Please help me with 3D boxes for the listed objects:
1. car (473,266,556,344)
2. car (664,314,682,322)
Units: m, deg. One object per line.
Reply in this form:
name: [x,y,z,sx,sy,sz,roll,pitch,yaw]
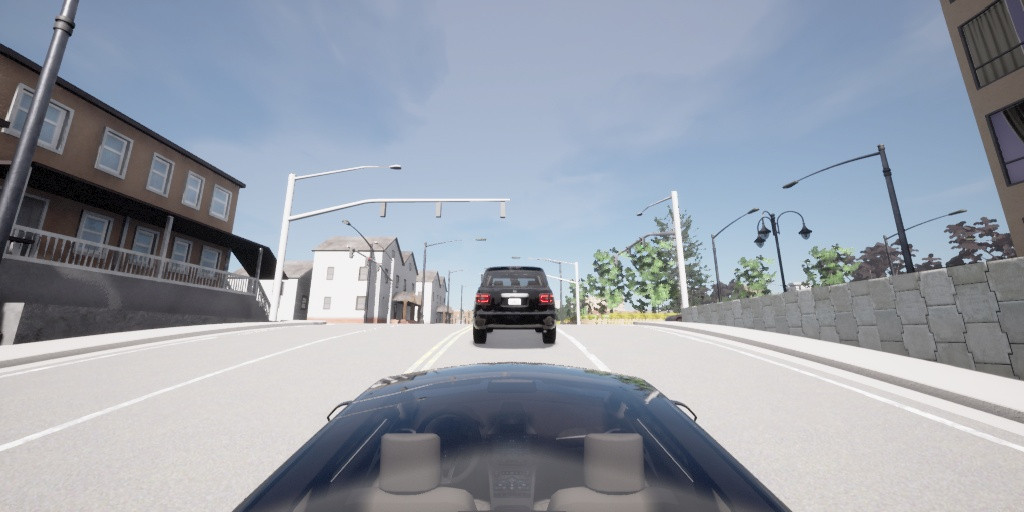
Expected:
car: [0.071,1.501,11.181,2.150,2.045,5.566,0,-7,0]
car: [15.891,5.452,31.711,4.553,1.767,2.097,0,-12,1]
